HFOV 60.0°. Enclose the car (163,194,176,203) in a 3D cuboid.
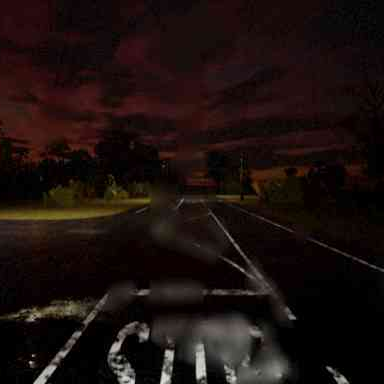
[{"bbox_3d":[-3.531,1.028,52.418,1.895,1.301,4.718,0,1,0],"label":"car"}]
